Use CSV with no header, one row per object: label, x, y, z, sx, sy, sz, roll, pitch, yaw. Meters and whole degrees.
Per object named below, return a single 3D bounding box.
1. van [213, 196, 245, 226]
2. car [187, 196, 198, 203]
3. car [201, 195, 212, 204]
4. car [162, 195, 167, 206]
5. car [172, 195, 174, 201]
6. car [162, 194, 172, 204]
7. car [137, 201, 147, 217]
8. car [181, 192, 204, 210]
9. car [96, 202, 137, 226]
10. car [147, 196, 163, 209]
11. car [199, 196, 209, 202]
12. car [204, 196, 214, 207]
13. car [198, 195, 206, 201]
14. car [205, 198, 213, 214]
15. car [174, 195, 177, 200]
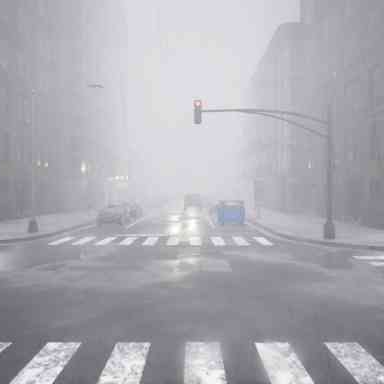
van,2.641,1.340,23.174,1.690,1.788,3.998,0,0,0
car,0.113,1.466,66.987,2.128,1.511,4.902,0,0,0
car,2.648,1.422,62.943,1.967,1.590,4.097,0,0,0
car,-5.379,1.556,51.576,1.947,1.339,4.313,0,0,0
car,-5.376,1.292,68.621,2.192,1.841,5.009,0,0,0
car,-5.377,1.547,62.939,1.947,1.339,4.313,0,0,0
car,-5.383,1.543,28.848,1.887,1.381,4.507,0,0,0
car,0.107,1.217,42.233,2.150,2.045,5.566,0,0,0
car,-5.384,1.549,23.166,2.008,1.369,4.403,0,0,0
car,-5.380,1.519,45.724,1.752,1.417,4.829,0,0,0
car,2.650,1.524,74.305,2.008,1.369,4.403,0,0,0
car,2.645,1.576,45.899,1.802,1.307,4.206,0,0,0
car,2.652,1.531,85.668,1.947,1.339,4.313,0,0,0
car,2.643,1.580,34.536,1.802,1.307,4.206,0,0,0
car,-5.374,1.409,79.985,1.967,1.590,4.097,0,0,0
